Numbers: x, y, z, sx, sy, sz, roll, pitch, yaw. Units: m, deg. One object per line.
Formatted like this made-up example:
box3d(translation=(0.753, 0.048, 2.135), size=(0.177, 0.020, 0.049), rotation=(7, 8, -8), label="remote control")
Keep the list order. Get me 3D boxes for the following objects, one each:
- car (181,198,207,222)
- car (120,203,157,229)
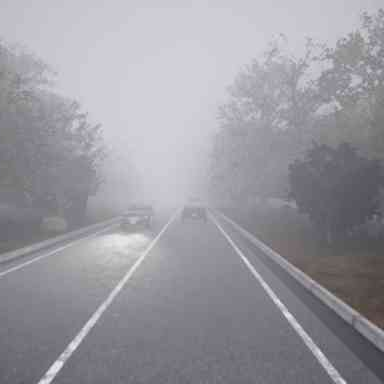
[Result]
box3d(translation=(0.166, 1.516, 26.715), size=(1.882, 1.535, 5.008), rotation=(0, 0, 0), label="car")
box3d(translation=(-3.458, 1.521, 22.036), size=(2.128, 1.511, 4.902), rotation=(0, 0, 0), label="car")
